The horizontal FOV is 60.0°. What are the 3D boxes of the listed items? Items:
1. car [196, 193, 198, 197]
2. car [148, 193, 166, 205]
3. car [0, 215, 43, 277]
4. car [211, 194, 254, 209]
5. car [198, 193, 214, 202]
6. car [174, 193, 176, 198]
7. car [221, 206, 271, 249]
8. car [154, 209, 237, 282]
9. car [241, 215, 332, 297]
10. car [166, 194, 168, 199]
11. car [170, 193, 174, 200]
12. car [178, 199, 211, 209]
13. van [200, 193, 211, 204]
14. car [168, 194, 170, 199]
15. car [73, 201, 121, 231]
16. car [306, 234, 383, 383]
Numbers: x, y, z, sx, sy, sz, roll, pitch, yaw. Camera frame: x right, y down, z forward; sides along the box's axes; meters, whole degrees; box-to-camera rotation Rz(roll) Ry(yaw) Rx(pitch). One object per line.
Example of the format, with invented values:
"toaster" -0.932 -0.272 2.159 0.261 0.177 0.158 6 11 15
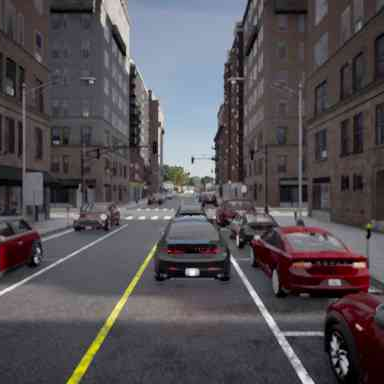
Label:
"car" 2.313 1.028 63.236 2.192 1.841 5.009 0 0 0
"car" -5.726 1.079 52.179 2.192 1.841 5.009 0 0 0
"car" -5.430 1.402 8.257 1.967 1.590 4.097 0 0 0
"car" 2.526 1.226 19.669 2.192 1.841 5.009 0 0 0
"car" 2.426 1.104 46.725 2.192 1.841 5.009 0 0 0
"car" -5.912 1.157 85.201 1.887 1.381 4.507 0 0 0
"car" 2.560 1.488 13.988 2.008 1.369 4.403 0 0 0
"car" 0.015 1.462 9.626 1.837 1.490 4.892 0 1 0
"car" 2.595 1.507 8.306 1.887 1.381 4.507 0 0 0
"car" -5.757 1.304 57.683 1.947 1.339 4.313 0 0 0
"car" -5.881 1.182 79.698 1.887 1.381 4.507 0 0 0
"car" -0.050 1.417 19.545 1.837 1.490 4.892 0 0 0
"van" 2.351 1.080 57.732 1.690 1.788 3.998 0 0 0
"car" -5.788 1.264 63.187 2.008 1.369 4.403 0 0 0
"car" -5.499 1.351 19.621 1.967 1.590 4.097 0 0 0
"car" 2.629 1.428 2.624 1.967 1.590 4.097 0 0 0
